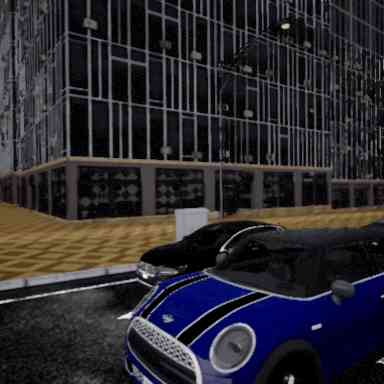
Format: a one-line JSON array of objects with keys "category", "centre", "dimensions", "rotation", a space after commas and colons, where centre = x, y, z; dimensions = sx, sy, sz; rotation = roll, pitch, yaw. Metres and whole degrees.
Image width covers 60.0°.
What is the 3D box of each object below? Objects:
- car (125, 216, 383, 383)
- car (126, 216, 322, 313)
[{"category": "car", "centre": [1.402, 1.357, 4.647], "dimensions": [4.553, 1.767, 2.097], "rotation": [0, 0, -36]}, {"category": "car", "centre": [0.999, 1.512, 8.377], "dimensions": [4.892, 1.490, 1.837], "rotation": [0, 0, -35]}]
